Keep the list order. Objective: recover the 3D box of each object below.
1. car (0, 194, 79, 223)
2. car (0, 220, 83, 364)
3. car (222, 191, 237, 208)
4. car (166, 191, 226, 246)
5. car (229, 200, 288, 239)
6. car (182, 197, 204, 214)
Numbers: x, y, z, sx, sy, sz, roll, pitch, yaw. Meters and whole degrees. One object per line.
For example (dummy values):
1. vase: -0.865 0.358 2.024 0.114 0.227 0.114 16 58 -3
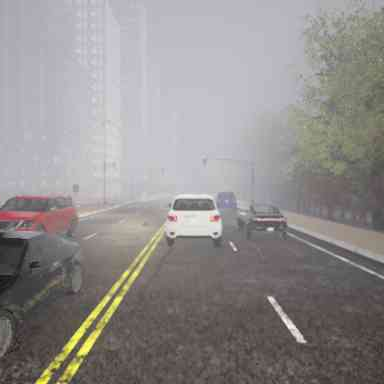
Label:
1. car: -6.559 1.115 13.918 2.150 2.045 5.566 0 0 1
2. car: -3.341 1.480 5.794 1.812 1.442 4.674 0 0 0
3. car: 3.347 0.958 34.269 2.150 2.045 5.566 0 0 1
4. car: 0.083 1.106 14.765 2.150 2.045 5.566 0 0 0
5. car: 3.335 1.362 16.539 2.128 1.511 4.902 0 0 0
6. car: 0.098 1.294 33.015 2.033 1.411 5.357 0 0 0
